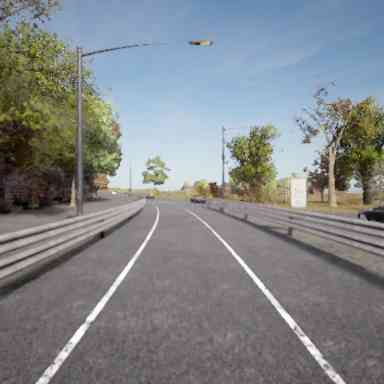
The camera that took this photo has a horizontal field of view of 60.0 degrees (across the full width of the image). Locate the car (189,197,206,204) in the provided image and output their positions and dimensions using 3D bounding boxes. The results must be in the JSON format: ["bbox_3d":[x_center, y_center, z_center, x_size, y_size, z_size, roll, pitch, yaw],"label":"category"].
[{"bbox_3d":[1.038,1.592,63.228,1.895,1.301,4.718,2,0,-21],"label":"car"}]

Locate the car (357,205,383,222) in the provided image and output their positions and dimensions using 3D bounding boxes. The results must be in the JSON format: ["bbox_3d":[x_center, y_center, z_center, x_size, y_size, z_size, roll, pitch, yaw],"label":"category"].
[{"bbox_3d":[15.209,1.721,25.856,1.837,1.490,4.892,0,0,-21],"label":"car"}]
